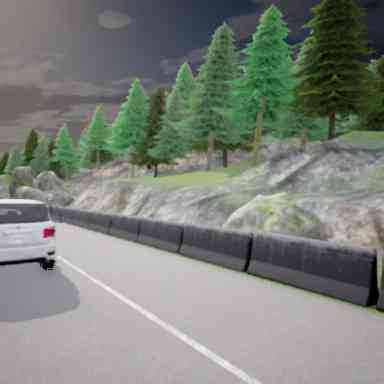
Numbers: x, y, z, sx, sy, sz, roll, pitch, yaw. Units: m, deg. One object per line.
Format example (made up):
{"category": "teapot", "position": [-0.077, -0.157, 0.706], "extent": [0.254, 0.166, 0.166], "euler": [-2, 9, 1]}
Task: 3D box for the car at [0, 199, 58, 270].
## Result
{"category": "car", "position": [-5.873, 1.234, 10.488], "extent": [2.150, 2.045, 5.566], "euler": [0, 0, -35]}
